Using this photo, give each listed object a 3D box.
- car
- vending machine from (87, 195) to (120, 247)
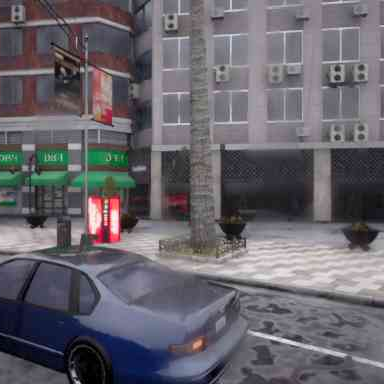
[{"bbox_3d":[-1.895,1.547,4.962,5.357,1.411,2.033,0,0,28],"label":"car"},{"bbox_3d":[-3.733,1.195,14.134,0.880,2.100,1.100,0,0,24],"label":"vending machine"}]
